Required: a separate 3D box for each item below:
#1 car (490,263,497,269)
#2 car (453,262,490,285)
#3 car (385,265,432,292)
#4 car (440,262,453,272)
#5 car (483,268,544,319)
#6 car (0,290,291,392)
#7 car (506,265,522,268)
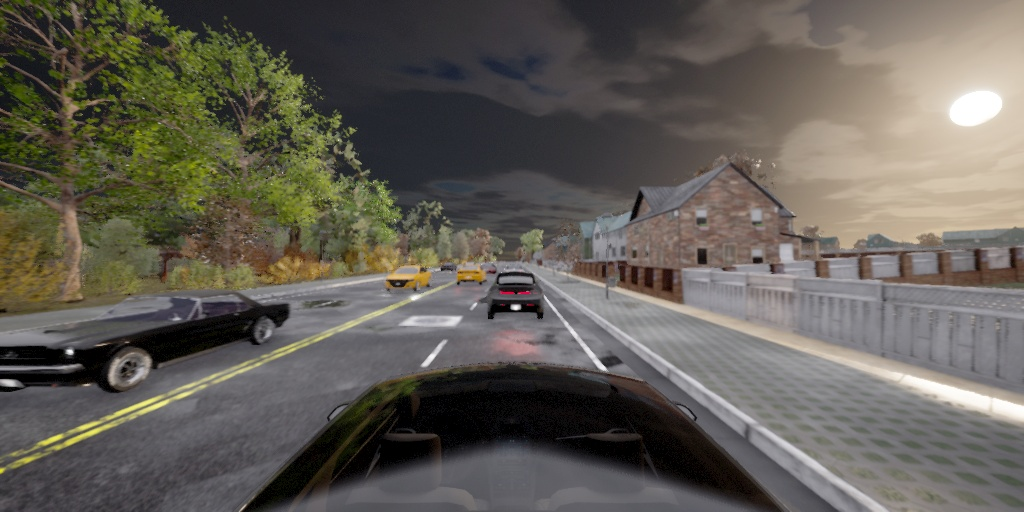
[{"bbox_3d":[-3.032,1.626,46.988,1.994,1.385,4.181,0,-1,0],"label":"car"},{"bbox_3d":[-3.108,1.404,28.189,1.882,1.535,5.008,0,-1,1],"label":"car"},{"bbox_3d":[-6.503,1.360,22.995,1.882,1.535,5.008,0,-1,1],"label":"car"},{"bbox_3d":[-9.631,1.658,55.193,2.033,1.411,5.357,0,0,1],"label":"car"},{"bbox_3d":[0.126,1.331,13.188,1.837,1.490,4.892,0,-1,0],"label":"car"},{"bbox_3d":[-6.592,1.372,6.909,1.895,1.301,4.718,0,0,0],"label":"car"},{"bbox_3d":[0.199,1.598,37.166,1.895,1.301,4.718,0,0,0],"label":"car"}]
